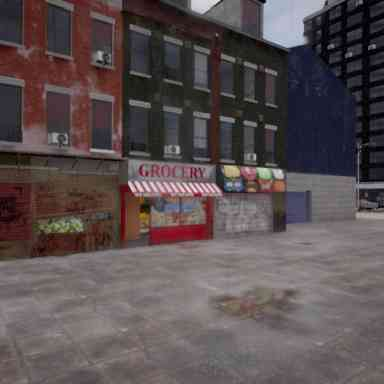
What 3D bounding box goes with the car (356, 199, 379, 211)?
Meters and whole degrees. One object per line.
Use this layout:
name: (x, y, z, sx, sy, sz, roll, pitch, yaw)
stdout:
car: (20.452, 1.621, 41.817, 2.033, 1.411, 5.357, 1, 0, -36)
